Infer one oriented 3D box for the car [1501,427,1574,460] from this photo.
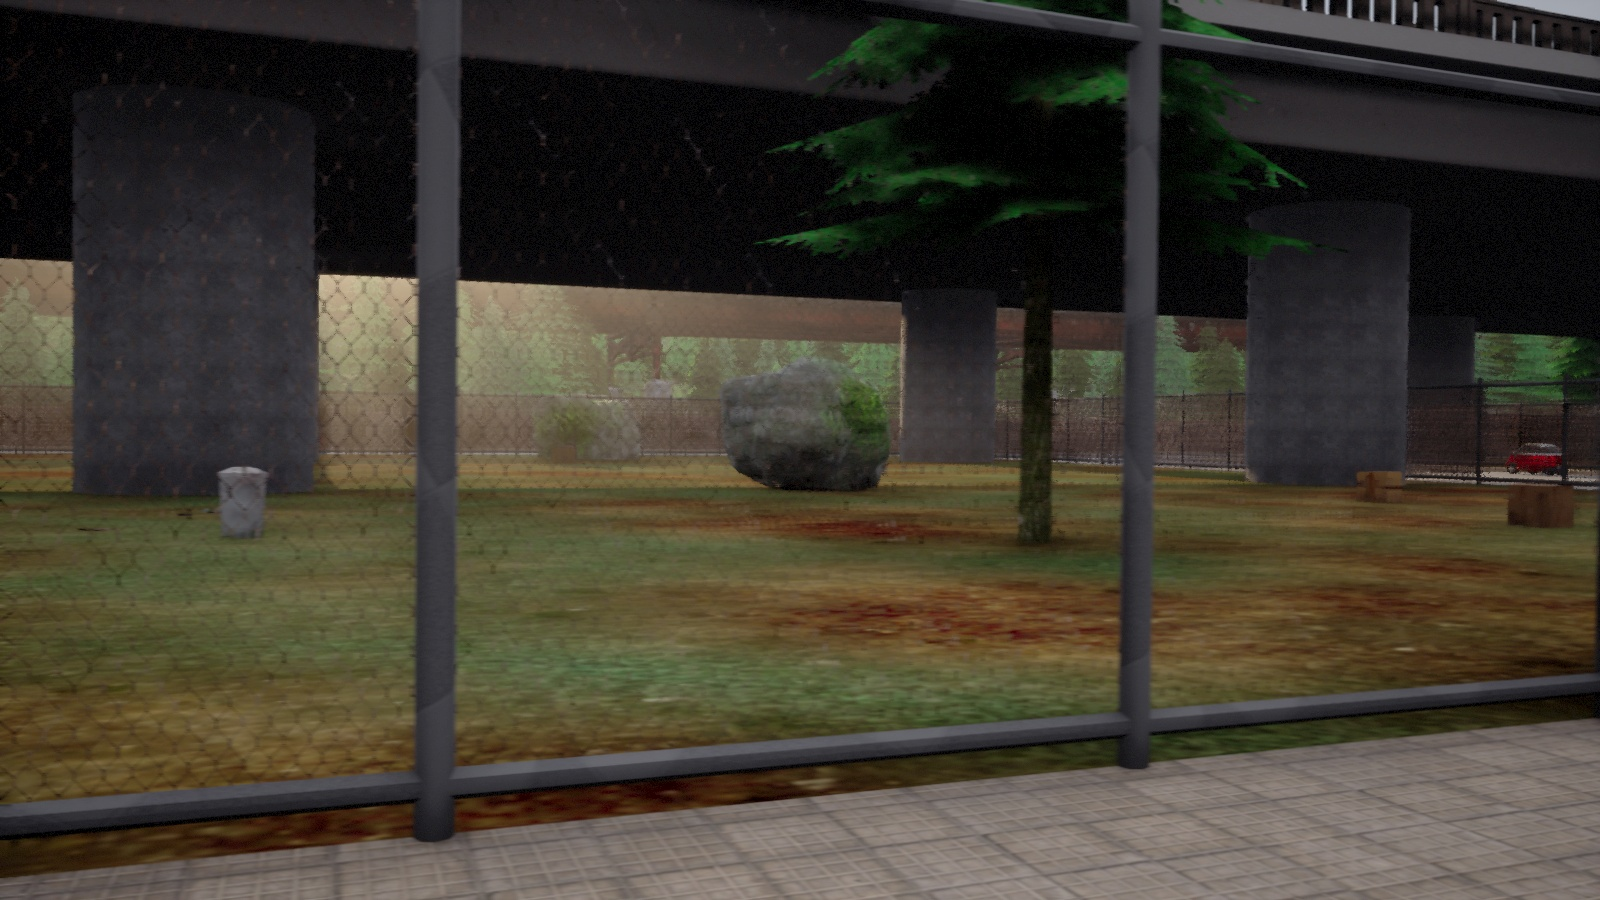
[{"bbox_3d":[31.293,-0.298,53.331,1.481,1.376,2.207,-1,1,-21],"label":"car"}]
